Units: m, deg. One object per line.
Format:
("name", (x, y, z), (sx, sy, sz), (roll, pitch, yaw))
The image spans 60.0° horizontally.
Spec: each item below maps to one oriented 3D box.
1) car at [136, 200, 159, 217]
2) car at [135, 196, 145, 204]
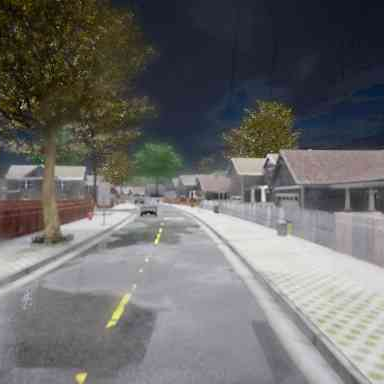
("car", (-4.693, 1.894, 36.549), (2.033, 1.411, 5.357), (0, -1, -6))
("car", (-12.780, 2.015, 81.205), (2.150, 2.045, 5.566), (0, -1, -14))
